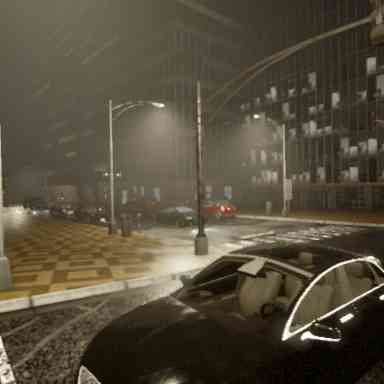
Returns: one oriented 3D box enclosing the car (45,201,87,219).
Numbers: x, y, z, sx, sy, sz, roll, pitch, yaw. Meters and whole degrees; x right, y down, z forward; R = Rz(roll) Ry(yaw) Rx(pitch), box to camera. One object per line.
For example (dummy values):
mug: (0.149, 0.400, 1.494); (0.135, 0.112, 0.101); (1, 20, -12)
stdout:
car: (-12.021, 1.687, 31.668); (1.967, 1.590, 4.097); (-2, 1, -41)

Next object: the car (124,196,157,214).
car: (-5.642, 1.372, 37.103); (2.192, 1.841, 5.009); (-2, 1, -41)

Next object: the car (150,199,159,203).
car: (-1.941, 1.606, 32.834); (1.802, 1.307, 4.206); (-2, 1, -41)

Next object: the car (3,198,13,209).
car: (-30.452, 1.993, 53.021); (1.802, 1.307, 4.206); (-2, 1, -41)

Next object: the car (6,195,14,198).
car: (-42.563, 1.925, 79.868); (1.887, 1.381, 4.507); (-2, 1, -41)

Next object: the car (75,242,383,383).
car: (1.086, 1.491, 4.149); (4.892, 1.490, 1.837); (0, 2, -40)

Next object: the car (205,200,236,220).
car: (1.750, 1.431, 28.557); (1.967, 1.590, 4.097); (-2, 1, -41)

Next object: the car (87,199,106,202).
car: (-10.404, 1.669, 33.777); (1.882, 1.535, 5.008); (-2, 1, -41)

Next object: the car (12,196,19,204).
car: (-38.871, 1.915, 75.591); (1.947, 1.339, 4.313); (-2, 1, -41)

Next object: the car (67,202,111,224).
car: (-8.332, 1.780, 27.400); (1.947, 1.339, 4.313); (-2, 1, -41)

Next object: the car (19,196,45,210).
car: (-22.764, 1.617, 48.233); (2.150, 2.045, 5.566); (-2, 1, -41)

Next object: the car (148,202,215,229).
car: (-0.824, 1.669, 22.679); (1.994, 1.385, 4.181); (-2, 1, -41)

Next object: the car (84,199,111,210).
car: (-13.020, 1.689, 45.661); (1.947, 1.339, 4.313); (-2, 1, -41)
